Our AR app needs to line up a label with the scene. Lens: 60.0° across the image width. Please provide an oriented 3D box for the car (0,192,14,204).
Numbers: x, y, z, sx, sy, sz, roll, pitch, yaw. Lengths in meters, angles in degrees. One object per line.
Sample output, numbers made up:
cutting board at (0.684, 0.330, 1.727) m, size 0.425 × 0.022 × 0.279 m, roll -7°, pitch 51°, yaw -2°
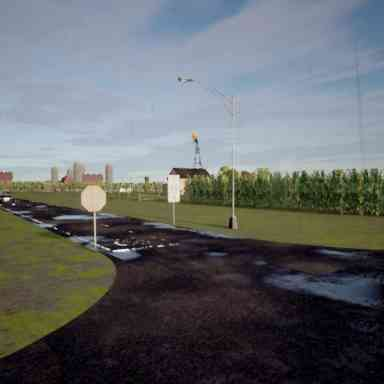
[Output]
car at (-25.443, 0.758, 45.160) m, size 2.128 × 1.511 × 4.902 m, roll -1°, pitch 1°, yaw -36°
